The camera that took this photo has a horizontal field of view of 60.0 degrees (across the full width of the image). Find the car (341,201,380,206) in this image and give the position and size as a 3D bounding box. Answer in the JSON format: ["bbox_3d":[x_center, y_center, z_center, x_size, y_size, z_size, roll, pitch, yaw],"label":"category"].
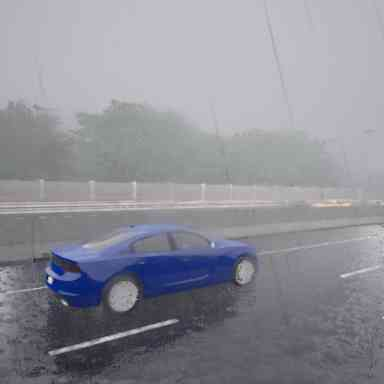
[{"bbox_3d":[17.908,1.691,33.876,5.357,1.411,2.033,1,0,-35],"label":"car"}]

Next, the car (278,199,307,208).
[{"bbox_3d":[11.921,1.631,38.229,4.892,1.490,1.837,1,-1,-35],"label":"car"}]

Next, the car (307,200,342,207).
[{"bbox_3d":[15.184,1.614,36.244,5.008,1.535,1.882,1,0,-35],"label":"car"}]

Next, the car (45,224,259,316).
[{"bbox_3d":[-0.612,1.477,7.609,5.008,1.535,1.882,0,0,-35],"label":"car"}]
